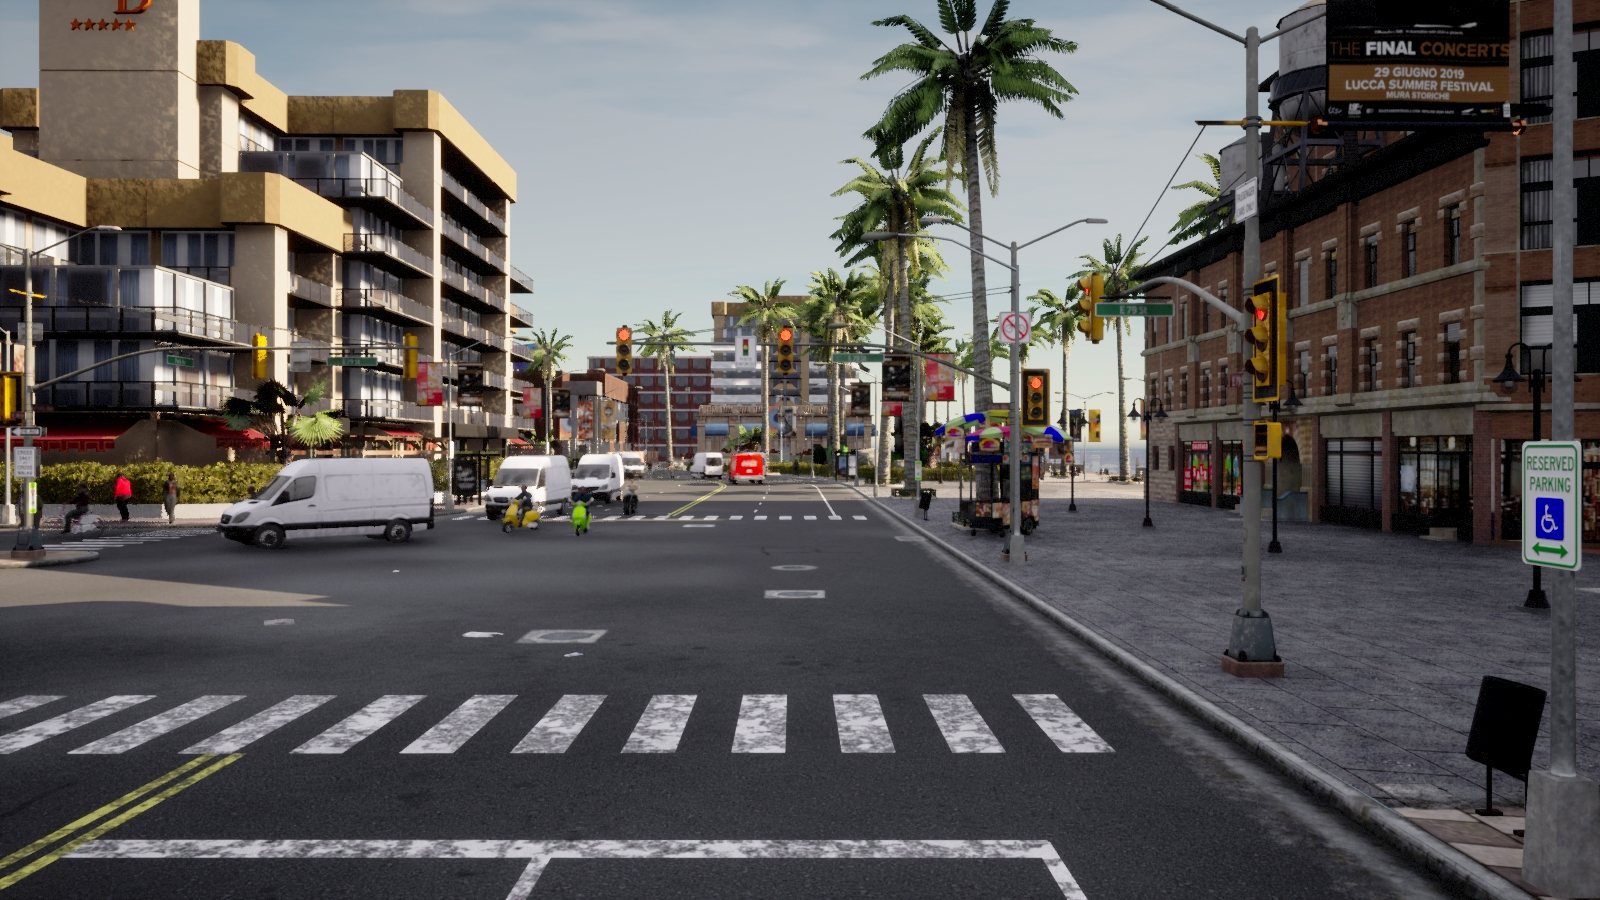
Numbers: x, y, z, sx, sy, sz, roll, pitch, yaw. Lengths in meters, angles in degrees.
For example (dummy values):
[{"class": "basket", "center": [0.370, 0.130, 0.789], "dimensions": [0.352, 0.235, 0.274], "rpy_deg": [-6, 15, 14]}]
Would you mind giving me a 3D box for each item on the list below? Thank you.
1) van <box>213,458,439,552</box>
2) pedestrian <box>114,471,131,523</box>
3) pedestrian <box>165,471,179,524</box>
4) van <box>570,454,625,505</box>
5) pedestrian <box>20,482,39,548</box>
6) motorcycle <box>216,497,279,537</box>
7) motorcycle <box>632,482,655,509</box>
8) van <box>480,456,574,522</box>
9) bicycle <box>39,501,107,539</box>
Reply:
[{"class": "van", "center": [-14.072, 1.535, 34.197], "dimensions": [5.915, 2.561, 1.988], "rpy_deg": [0, 0, -40]}, {"class": "pedestrian", "center": [-24.558, 1.696, 41.415], "dimensions": [0.375, 1.860, 0.375], "rpy_deg": [0, 0, 16]}, {"class": "pedestrian", "center": [-22.475, 1.696, 40.905], "dimensions": [0.375, 1.860, 0.375], "rpy_deg": [0, 0, -19]}, {"class": "van", "center": [-10.828, 1.533, 61.504], "dimensions": [1.988, 2.561, 5.915], "rpy_deg": [0, 0, 0]}, {"class": "pedestrian", "center": [-22.087, 1.848, 32.750], "dimensions": [0.375, 1.860, 0.375], "rpy_deg": [0, 0, -24]}, {"class": "motorcycle", "center": [-18.192, 2.182, 37.647], "dimensions": [1.805, 1.236, 0.856], "rpy_deg": [0, 0, -31]}, {"class": "motorcycle", "center": [-7.498, 2.181, 54.848], "dimensions": [0.856, 1.236, 1.805], "rpy_deg": [0, 0, 0]}, {"class": "van", "center": [-11.229, 1.534, 47.497], "dimensions": [1.988, 2.561, 5.915], "rpy_deg": [0, 0, 5]}, {"class": "bicycle", "center": [-23.062, 2.210, 36.243], "dimensions": [1.835, 1.171, 0.329], "rpy_deg": [0, -1, -8]}]
